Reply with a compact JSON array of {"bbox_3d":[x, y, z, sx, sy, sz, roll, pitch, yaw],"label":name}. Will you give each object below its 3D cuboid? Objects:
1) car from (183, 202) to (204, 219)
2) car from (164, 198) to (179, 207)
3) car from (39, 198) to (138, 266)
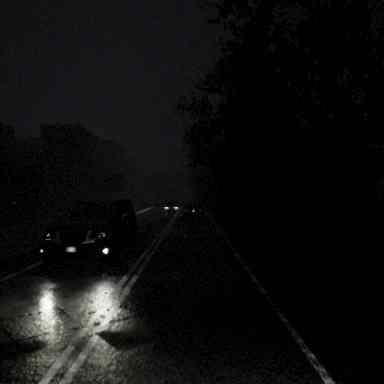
[{"bbox_3d":[0.131,1.613,30.153,2.033,1.411,5.357,0,0,0],"label":"car"},{"bbox_3d":[-3.255,1.633,53.672,1.812,1.442,4.674,0,0,0],"label":"car"},{"bbox_3d":[-3.345,1.244,11.981,2.150,2.045,5.566,0,0,0],"label":"car"}]
